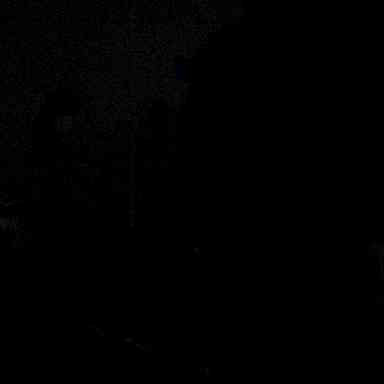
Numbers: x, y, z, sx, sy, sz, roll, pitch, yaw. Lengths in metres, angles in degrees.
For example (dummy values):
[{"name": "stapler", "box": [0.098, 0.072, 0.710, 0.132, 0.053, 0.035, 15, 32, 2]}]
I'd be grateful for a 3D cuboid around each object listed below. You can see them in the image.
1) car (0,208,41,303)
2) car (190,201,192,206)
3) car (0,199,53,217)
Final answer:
[{"name": "car", "box": [-5.542, 1.315, 6.758, 5.009, 1.841, 2.192, 0, 0, 35]}, {"name": "car", "box": [1.591, 1.364, 48.443, 1.994, 1.385, 4.181, 0, 0, 36]}, {"name": "car", "box": [-13.893, 1.337, 27.032, 1.882, 1.535, 5.008, 0, 0, 36]}]
